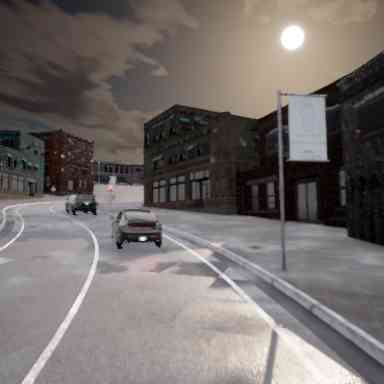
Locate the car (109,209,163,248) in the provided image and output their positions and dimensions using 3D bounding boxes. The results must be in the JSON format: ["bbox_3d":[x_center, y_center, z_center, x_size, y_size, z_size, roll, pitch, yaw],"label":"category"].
[{"bbox_3d":[-2.588,1.518,14.985,1.837,1.490,4.892,2,0,-17],"label":"car"}]

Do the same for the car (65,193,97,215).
[{"bbox_3d":[-10.842,1.154,32.449,2.150,2.045,5.566,2,-1,-30],"label":"car"}]
